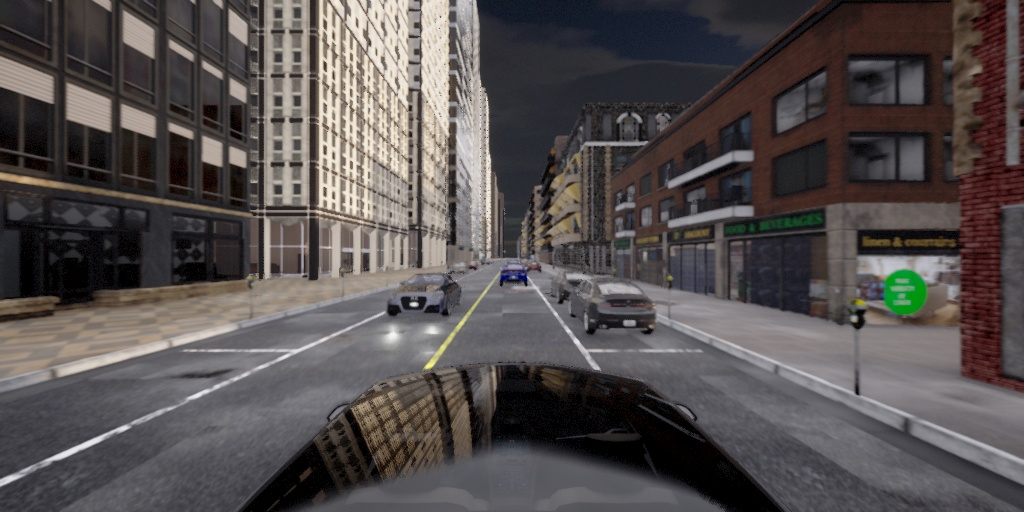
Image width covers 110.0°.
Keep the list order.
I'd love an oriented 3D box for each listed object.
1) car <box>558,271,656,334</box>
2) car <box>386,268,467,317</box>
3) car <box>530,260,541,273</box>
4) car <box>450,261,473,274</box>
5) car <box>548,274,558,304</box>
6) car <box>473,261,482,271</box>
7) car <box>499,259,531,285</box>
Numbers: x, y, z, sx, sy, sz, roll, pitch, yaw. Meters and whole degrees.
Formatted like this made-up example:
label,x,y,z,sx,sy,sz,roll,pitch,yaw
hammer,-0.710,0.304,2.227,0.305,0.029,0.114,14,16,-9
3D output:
label,x,y,z,sx,sy,sz,roll,pitch,yaw
car,2.693,1.301,10.398,2.007,1.370,4.403,0,0,0
car,-3.029,1.316,13.126,1.994,1.385,4.181,0,0,1
car,2.700,1.342,44.289,1.802,1.307,4.207,0,0,0
car,-5.681,1.308,38.642,2.007,1.370,4.403,0,0,0
car,2.695,1.302,16.046,2.007,1.370,4.403,0,0,0
car,-5.680,1.309,49.939,1.888,1.381,4.507,0,0,0
car,0.109,1.231,25.948,1.882,1.535,5.008,0,0,0
